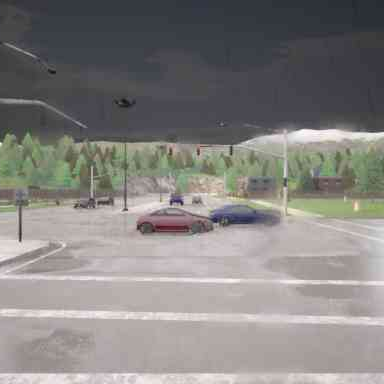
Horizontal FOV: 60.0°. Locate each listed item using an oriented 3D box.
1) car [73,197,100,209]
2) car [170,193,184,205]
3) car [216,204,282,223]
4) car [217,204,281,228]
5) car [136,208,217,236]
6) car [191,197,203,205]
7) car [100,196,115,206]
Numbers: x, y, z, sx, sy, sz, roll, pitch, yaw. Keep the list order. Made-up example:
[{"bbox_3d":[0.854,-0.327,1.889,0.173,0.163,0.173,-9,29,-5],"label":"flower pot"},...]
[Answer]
[{"bbox_3d":[-14.491,1.505,45.176,1.837,1.490,4.892,0,0,1],"label":"car"},{"bbox_3d":[-2.631,1.222,57.371,2.150,2.045,5.566,0,0,1],"label":"car"},{"bbox_3d":[4.199,1.601,25.056,4.718,1.301,1.895,0,0,0],"label":"car"},{"bbox_3d":[3.337,1.526,21.562,4.674,1.442,1.812,0,0,0],"label":"car"},{"bbox_3d":[-0.944,1.564,18.094,4.181,1.385,1.994,0,0,0],"label":"car"},{"bbox_3d":[0.883,1.547,58.264,2.033,1.411,5.357,0,0,1],"label":"car"},{"bbox_3d":[-14.323,1.478,55.486,1.882,1.535,5.008,0,0,1],"label":"car"}]
